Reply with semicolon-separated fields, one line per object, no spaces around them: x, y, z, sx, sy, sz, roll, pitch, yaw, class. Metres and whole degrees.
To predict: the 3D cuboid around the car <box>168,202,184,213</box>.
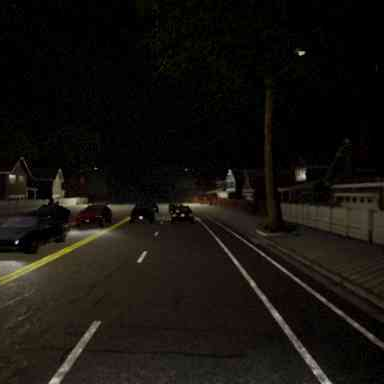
-2.126;1.987;43.862;1.895;1.301;4.718;0;-1;-5;car

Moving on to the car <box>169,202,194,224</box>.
-0.807;1.784;27.128;2.033;1.411;5.357;0;0;-3;car

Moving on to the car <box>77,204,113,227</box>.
-7.234;1.700;25.093;1.882;1.535;5.008;0;0;-3;car

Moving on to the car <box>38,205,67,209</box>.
-10.468;1.697;24.650;1.882;1.535;5.008;0;-1;-3;car

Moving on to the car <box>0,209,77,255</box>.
-6.862;1.675;14.102;2.033;1.411;5.357;0;-1;-2;car

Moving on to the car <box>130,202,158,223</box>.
-4.141;1.756;28.430;1.837;1.490;4.892;0;0;-3;car
